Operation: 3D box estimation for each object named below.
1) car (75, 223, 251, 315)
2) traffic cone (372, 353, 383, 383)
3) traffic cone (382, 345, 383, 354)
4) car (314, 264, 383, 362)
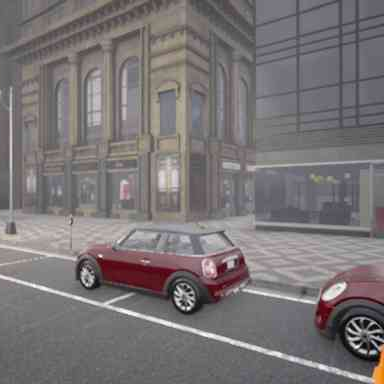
[{"bbox_3d":[-0.838,1.447,7.628,4.097,1.590,1.967,0,0,34],"label":"car"},{"bbox_3d":[1.837,1.956,3.216,0.340,0.580,0.340,0,0,34],"label":"traffic cone"},{"bbox_3d":[2.402,1.957,4.042,0.340,0.580,0.340,0,0,34],"label":"traffic cone"},{"bbox_3d":[3.818,1.441,4.447,4.097,1.590,1.967,0,0,34],"label":"car"}]
